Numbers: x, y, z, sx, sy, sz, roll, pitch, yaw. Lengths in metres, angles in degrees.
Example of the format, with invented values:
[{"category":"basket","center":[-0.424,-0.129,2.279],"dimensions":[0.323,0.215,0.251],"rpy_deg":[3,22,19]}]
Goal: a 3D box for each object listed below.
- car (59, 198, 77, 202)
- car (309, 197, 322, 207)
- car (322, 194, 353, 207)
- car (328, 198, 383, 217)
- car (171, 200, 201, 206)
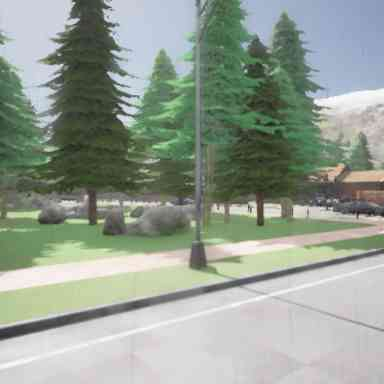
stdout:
[{"category":"car","center":[-27.981,1.582,75.739],"dimensions":[4.718,1.301,1.895],"rpy_deg":[0,0,32]},{"category":"car","center":[18.136,1.159,46.321],"dimensions":[3.866,1.878,1.905],"rpy_deg":[0,0,-37]},{"category":"car","center":[19.954,1.157,44.541],"dimensions":[4.605,1.855,1.932],"rpy_deg":[0,0,-37]},{"category":"car","center":[16.096,1.546,31.185],"dimensions":[2.033,1.411,5.357],"rpy_deg":[0,0,-39]},{"category":"car","center":[-0.946,1.553,52.643],"dimensions":[2.033,1.411,5.357],"rpy_deg":[0,0,-45]}]
